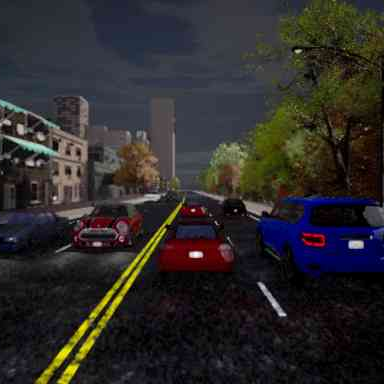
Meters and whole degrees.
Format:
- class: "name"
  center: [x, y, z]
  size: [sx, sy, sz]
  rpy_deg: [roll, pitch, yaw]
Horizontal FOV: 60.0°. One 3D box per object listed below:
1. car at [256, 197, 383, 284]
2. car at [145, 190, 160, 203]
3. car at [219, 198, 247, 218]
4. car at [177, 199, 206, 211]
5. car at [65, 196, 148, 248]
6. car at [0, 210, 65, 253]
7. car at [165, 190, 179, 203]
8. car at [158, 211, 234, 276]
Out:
- class: "car"
  center: [3.349, 1.144, 9.466]
  size: [2.150, 2.045, 5.566]
  rpy_deg: [0, 0, 0]
- class: "car"
  center: [-6.550, 0.771, 55.141]
  size: [2.150, 2.045, 5.566]
  rpy_deg: [0, 1, 1]
- class: "car"
  center: [3.348, 1.250, 27.902]
  size: [1.882, 1.535, 5.008]
  rpy_deg: [0, 0, 0]
- class: "car"
  center: [0.099, 1.344, 26.990]
  size: [1.994, 1.385, 4.181]
  rpy_deg: [0, 0, 0]
- class: "car"
  center: [-3.351, 1.237, 14.036]
  size: [2.097, 1.767, 4.553]
  rpy_deg: [0, 0, 0]
- class: "car"
  center: [-6.600, 1.438, 13.391]
  size: [2.033, 1.411, 5.357]
  rpy_deg: [0, 0, 0]
- class: "car"
  center: [-3.293, 0.760, 56.045]
  size: [2.150, 2.045, 5.566]
  rpy_deg: [0, 1, 1]
- class: "car"
  center: [0.099, 1.481, 10.100]
  size: [1.994, 1.385, 4.181]
  rpy_deg: [0, 0, 0]
